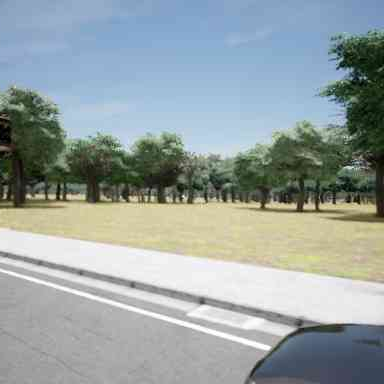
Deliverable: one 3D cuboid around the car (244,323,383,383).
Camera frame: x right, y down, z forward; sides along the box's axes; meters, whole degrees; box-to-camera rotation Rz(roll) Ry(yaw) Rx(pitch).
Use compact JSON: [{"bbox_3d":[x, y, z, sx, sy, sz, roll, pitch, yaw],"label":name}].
[{"bbox_3d":[2.329,1.563,2.024,4.181,1.385,1.994,0,0,35],"label":"car"}]
